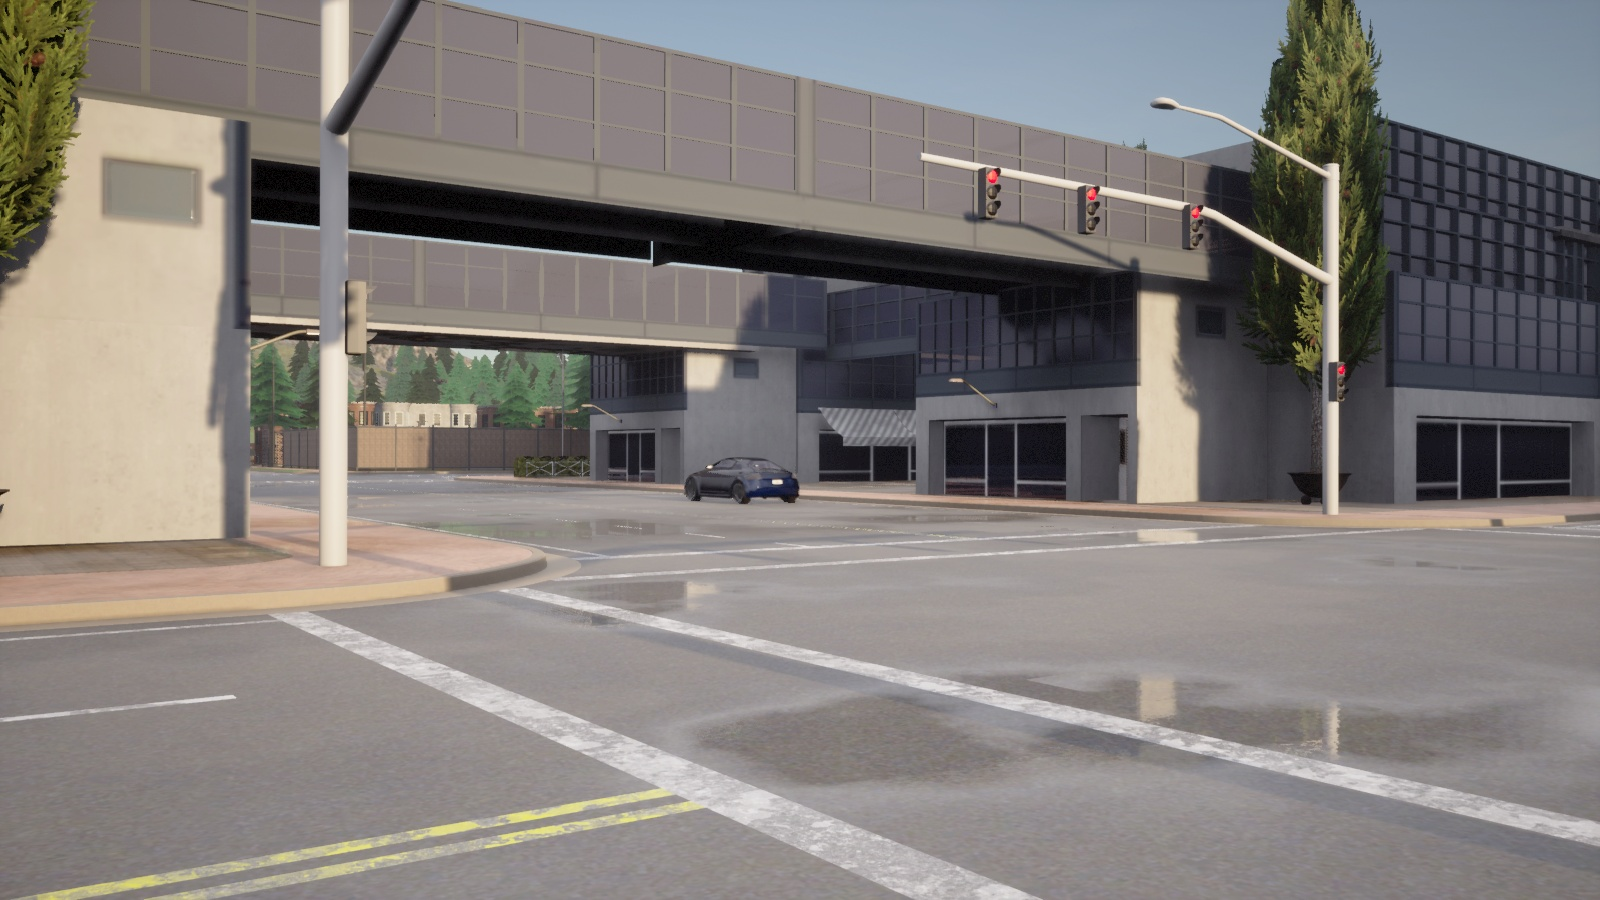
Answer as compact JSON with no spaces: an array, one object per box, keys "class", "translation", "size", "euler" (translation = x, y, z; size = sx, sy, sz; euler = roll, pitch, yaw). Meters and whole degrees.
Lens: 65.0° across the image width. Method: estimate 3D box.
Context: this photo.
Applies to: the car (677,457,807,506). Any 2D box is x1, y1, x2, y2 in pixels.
[{"class":"car","translation":[-1.822,0.906,38.100],"size":[1.994,1.385,4.181],"euler":[0,0,-35]}]
